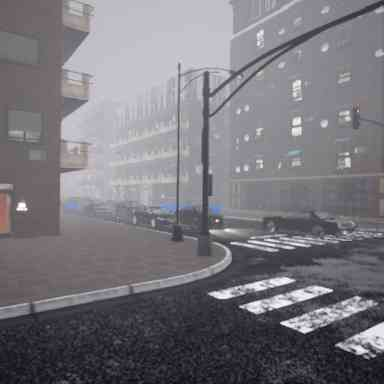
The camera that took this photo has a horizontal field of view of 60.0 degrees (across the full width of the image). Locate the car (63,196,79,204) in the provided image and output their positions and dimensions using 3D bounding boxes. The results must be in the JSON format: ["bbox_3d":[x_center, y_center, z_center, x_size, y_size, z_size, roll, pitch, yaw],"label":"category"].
[{"bbox_3d":[-24.609,1.613,67.487,1.967,1.590,4.097,1,-1,-35],"label":"car"}]

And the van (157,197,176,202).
[{"bbox_3d":[-2.326,1.448,35.286,1.690,1.788,3.998,1,-1,-35],"label":"van"}]

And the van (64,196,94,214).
[{"bbox_3d":[-11.989,1.360,35.403,1.690,1.788,3.998,1,-1,-35],"label":"van"}]

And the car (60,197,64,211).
[{"bbox_3d":[-15.174,1.580,40.002,2.008,1.369,4.403,1,-1,-35],"label":"car"}]

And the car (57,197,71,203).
[{"bbox_3d":[-27.794,1.725,72.087,1.887,1.381,4.507,1,-1,-35],"label":"car"}]

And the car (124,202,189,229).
[{"bbox_3d":[-2.440,1.539,21.600,2.008,1.369,4.403,1,-1,-35],"label":"car"}]

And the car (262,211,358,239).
[{"bbox_3d":[5.987,1.629,17.584,1.895,1.301,4.718,1,-1,-36],"label":"car"}]

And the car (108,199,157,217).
[{"bbox_3d":[-5.517,1.527,30.381,2.128,1.511,4.902,1,-1,-35],"label":"car"}]

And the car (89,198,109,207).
[{"bbox_3d":[-15.061,1.728,53.685,1.802,1.307,4.206,1,-1,-35],"label":"car"}]

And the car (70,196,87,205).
[{"bbox_3d":[-21.426,1.604,62.887,1.967,1.590,4.097,1,-1,-35],"label":"car"}]

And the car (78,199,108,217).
[{"bbox_3d":[-8.807,1.591,30.801,1.802,1.307,4.206,1,-1,-35],"label":"car"}]

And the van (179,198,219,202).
[{"bbox_3d":[0.858,1.438,30.686,1.690,1.788,3.998,1,-1,-35],"label":"van"}]

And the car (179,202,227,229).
[{"bbox_3d":[0.388,1.580,21.845,1.994,1.385,4.181,1,-1,-35],"label":"car"}]

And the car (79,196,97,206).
[{"bbox_3d":[-18.243,1.595,58.287,1.967,1.590,4.097,1,-1,-35],"label":"car"}]

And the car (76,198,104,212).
[{"bbox_3d":[-12.520,1.536,40.532,1.882,1.535,5.008,1,-1,-34],"label":"car"}]
